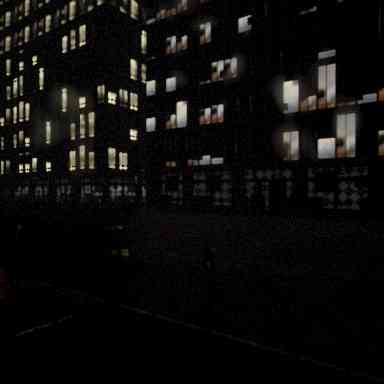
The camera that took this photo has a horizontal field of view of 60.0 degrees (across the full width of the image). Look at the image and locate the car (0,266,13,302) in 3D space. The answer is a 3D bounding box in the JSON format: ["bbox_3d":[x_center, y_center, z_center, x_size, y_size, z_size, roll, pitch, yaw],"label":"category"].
[{"bbox_3d":[-5.544,1.520,6.834,4.829,1.417,1.752,0,0,36],"label":"car"}]
